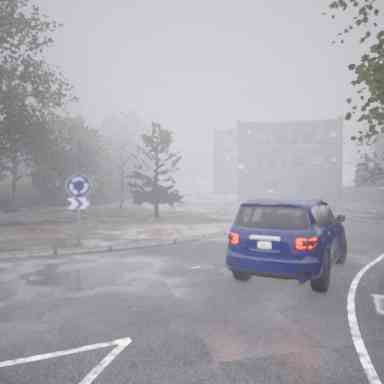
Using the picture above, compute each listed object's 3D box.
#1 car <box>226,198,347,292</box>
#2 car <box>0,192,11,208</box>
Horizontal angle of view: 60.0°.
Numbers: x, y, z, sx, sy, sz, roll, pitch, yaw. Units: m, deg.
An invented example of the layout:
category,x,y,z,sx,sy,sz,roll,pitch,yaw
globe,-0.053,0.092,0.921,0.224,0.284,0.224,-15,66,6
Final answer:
category,x,y,z,sx,sy,sz,roll,pitch,yaw
car,2.840,1.186,9.211,2.150,2.045,5.566,0,0,30
car,-25.615,1.042,41.671,5.566,2.045,2.150,1,-1,-41
